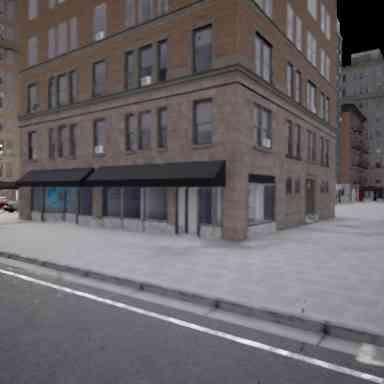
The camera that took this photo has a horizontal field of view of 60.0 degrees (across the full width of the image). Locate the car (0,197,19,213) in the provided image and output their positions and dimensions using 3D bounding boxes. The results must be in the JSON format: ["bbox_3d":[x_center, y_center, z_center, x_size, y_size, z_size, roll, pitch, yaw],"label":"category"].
[{"bbox_3d":[-17.444,1.483,35.210,1.947,1.339,4.313,1,0,36],"label":"car"}]
